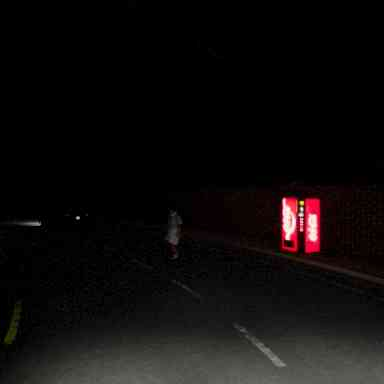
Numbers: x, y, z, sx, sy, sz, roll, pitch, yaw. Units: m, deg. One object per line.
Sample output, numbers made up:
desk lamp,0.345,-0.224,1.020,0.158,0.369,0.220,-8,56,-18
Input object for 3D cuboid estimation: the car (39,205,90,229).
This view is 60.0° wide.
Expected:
car,-8.398,1.563,21.822,1.994,1.385,4.181,0,0,-44

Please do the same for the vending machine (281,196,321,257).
vending machine,3.954,1.195,12.097,1.100,2.100,0.880,0,0,-29

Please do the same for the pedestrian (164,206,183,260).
pedestrian,-0.594,1.293,11.035,0.375,1.860,0.375,0,0,-31
